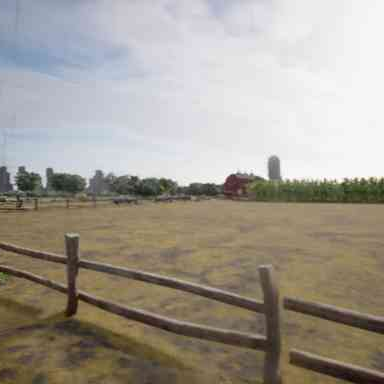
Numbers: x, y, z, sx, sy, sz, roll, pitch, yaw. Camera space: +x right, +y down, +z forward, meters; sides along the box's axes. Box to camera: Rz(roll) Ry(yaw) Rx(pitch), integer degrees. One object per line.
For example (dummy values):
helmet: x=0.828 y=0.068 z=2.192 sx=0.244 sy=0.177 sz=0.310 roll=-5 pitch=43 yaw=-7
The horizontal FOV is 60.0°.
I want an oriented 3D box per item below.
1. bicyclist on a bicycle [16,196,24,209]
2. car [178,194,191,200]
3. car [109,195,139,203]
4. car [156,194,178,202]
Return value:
bicyclist on a bicycle: x=-20.435 y=1.249 z=39.458 sx=1.656 sy=1.620 sz=0.582 roll=0 pitch=0 yaw=36
car: x=-2.117 y=1.158 z=69.517 sx=1.895 sy=1.301 sz=4.718 roll=-2 pitch=-1 yaw=36
car: x=-11.543 y=1.271 z=56.761 sx=2.033 sy=1.411 sz=5.357 roll=-2 pitch=-1 yaw=36
car: x=-5.693 y=1.275 z=69.282 sx=1.837 sy=1.490 sz=4.892 roll=-2 pitch=-1 yaw=35
